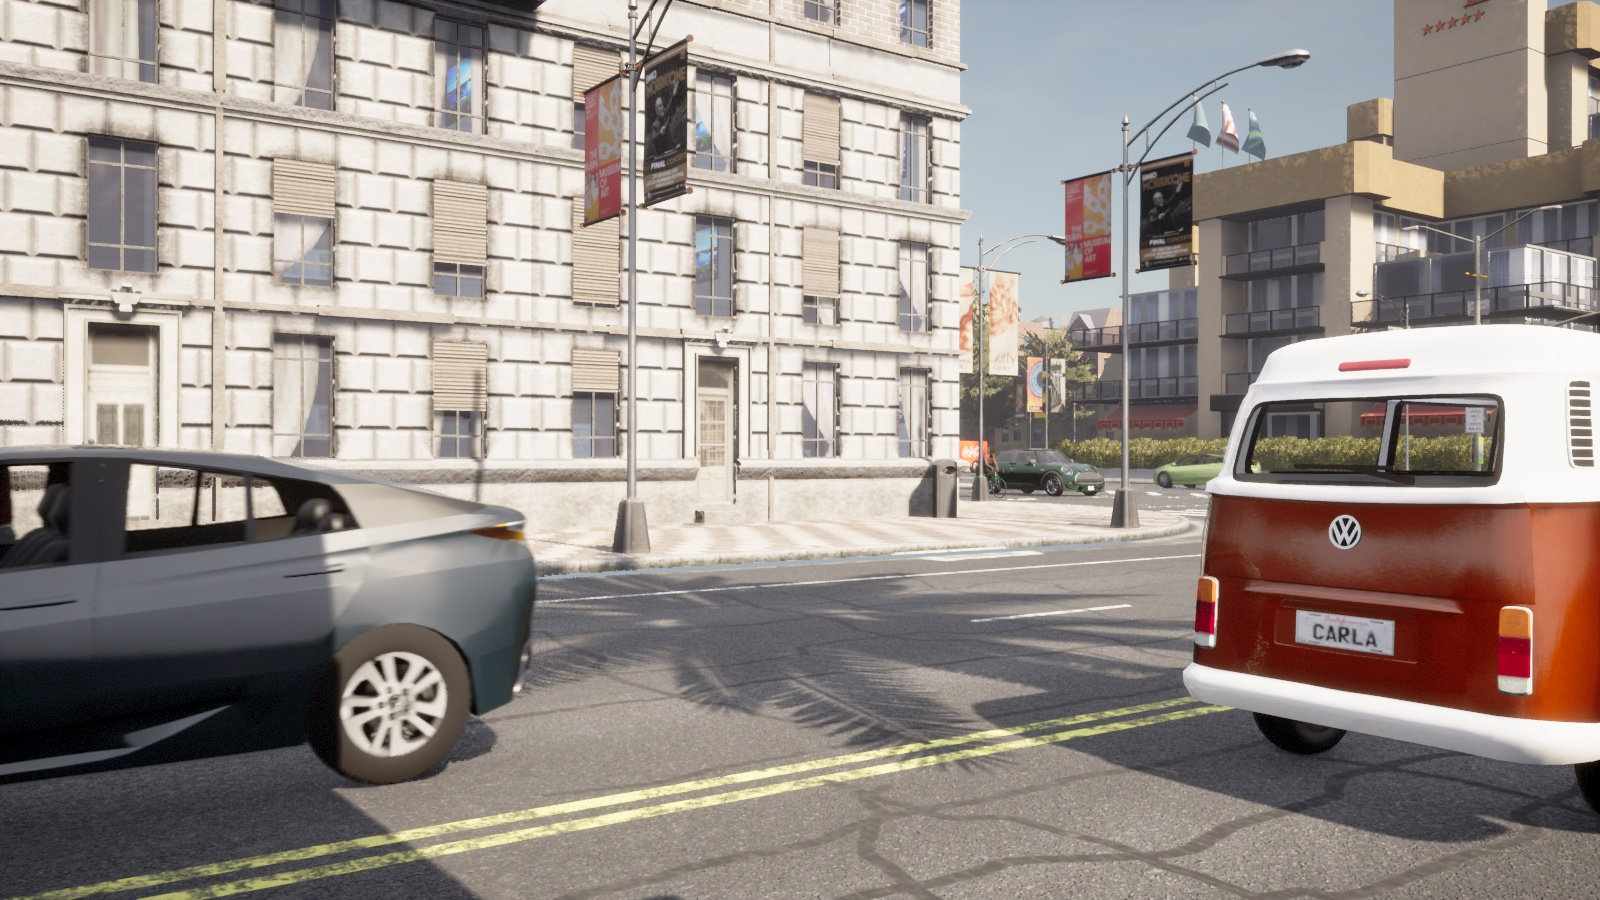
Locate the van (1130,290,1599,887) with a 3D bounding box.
[{"bbox_3d":[3.995,0.475,6.381,4.480,2.038,2.069,0,0,-35],"label":"van"}]

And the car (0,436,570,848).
[{"bbox_3d":[-3.516,0.712,5.474,4.514,1.525,2.007,0,0,-35],"label":"car"}]

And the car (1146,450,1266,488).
[{"bbox_3d":[17.081,0.785,53.001,2.007,1.525,4.514,0,0,-35],"label":"car"}]

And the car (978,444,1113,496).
[{"bbox_3d":[8.715,0.695,44.925,2.097,1.767,4.553,0,0,-35],"label":"car"}]

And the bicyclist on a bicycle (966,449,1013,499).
[{"bbox_3d":[6.357,0.787,42.204,0.582,1.620,1.656,0,0,-35],"label":"bicyclist on a bicycle"}]

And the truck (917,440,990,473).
[{"bbox_3d":[11.794,0.469,96.307,5.204,2.467,2.627,0,0,-36],"label":"truck"}]
